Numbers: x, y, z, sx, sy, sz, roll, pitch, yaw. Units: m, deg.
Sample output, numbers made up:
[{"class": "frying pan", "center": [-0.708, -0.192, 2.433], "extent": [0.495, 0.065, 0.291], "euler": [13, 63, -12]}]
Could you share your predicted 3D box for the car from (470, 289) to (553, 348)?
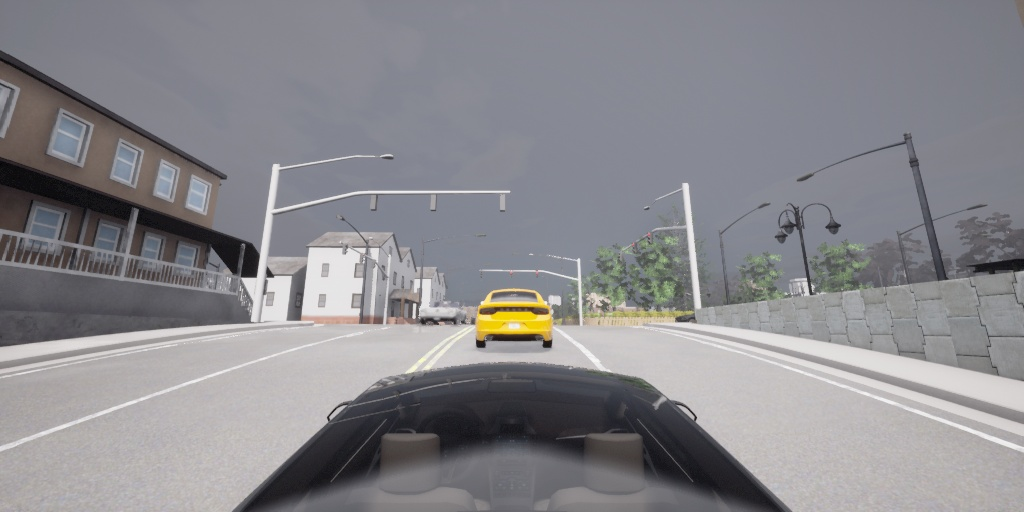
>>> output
[{"class": "car", "center": [0.058, 1.722, 10.531], "extent": [1.882, 1.535, 5.008], "euler": [0, -7, 0]}]

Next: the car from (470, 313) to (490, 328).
[{"class": "car", "center": [-3.643, 7.473, 41.185], "extent": [1.882, 1.535, 5.008], "euler": [0, -12, 0]}]

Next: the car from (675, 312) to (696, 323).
[{"class": "car", "center": [16.450, 5.257, 30.400], "extent": [5.008, 1.535, 1.882], "euler": [0, -12, 1]}]

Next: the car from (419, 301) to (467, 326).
[{"class": "car", "center": [-3.619, 3.116, 19.513], "extent": [1.895, 1.301, 4.718], "euler": [0, -10, 0]}]
